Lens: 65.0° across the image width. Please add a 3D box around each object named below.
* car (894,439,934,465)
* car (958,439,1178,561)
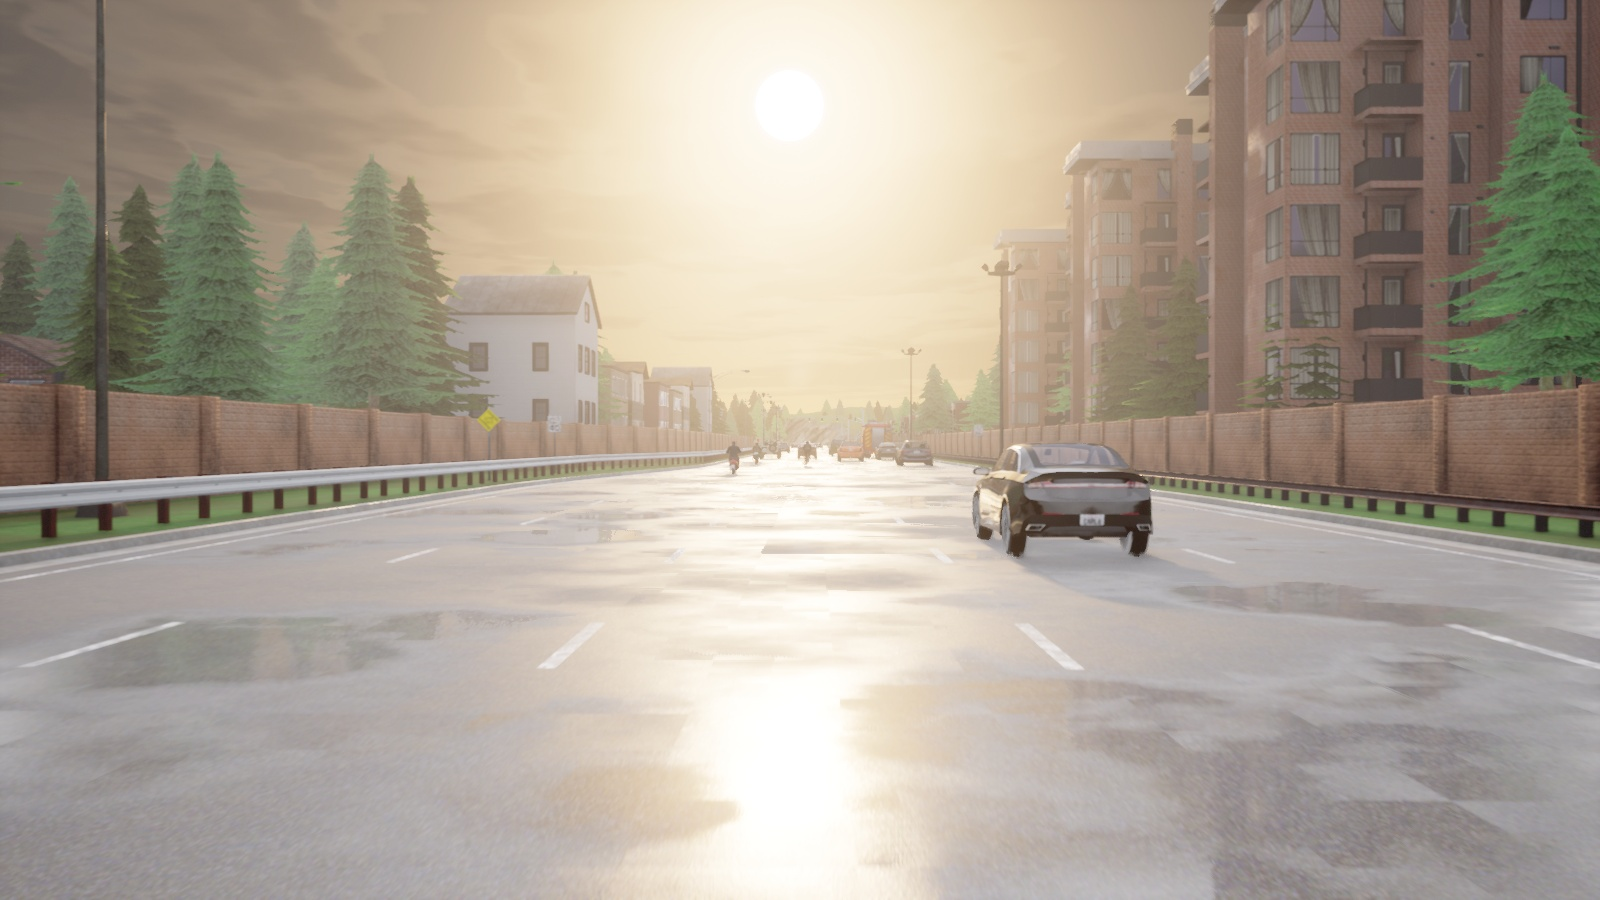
[{"bbox_3d":[7.486,0.131,82.576,2.242,1.667,4.611,0,0,0],"label":"car"},{"bbox_3d":[3.618,0.604,17.989,2.128,1.511,4.902,0,0,0],"label":"car"}]
